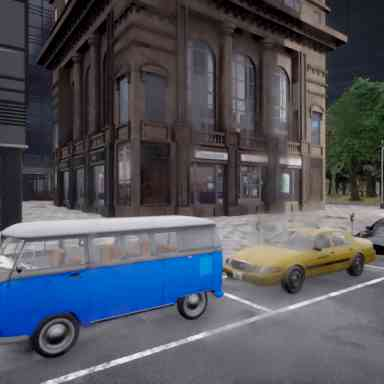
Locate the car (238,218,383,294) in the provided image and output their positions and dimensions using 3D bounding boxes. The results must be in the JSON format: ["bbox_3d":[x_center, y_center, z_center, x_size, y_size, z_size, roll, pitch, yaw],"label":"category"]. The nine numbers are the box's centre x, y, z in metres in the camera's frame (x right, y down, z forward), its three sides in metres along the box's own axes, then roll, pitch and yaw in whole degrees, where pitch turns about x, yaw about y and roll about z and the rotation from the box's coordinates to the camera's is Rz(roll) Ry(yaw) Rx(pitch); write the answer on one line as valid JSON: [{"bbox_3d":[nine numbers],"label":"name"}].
[{"bbox_3d":[2.974,1.525,8.765,4.829,1.417,1.752,0,0,-35],"label":"car"}]

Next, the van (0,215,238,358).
[{"bbox_3d":[-1.317,1.341,5.710,3.998,1.788,1.690,0,0,-35],"label":"van"}]
